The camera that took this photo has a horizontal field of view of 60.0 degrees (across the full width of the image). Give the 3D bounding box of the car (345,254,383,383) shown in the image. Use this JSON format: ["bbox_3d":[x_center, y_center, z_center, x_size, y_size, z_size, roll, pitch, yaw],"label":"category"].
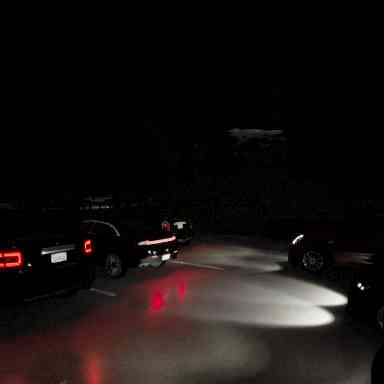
[{"bbox_3d":[3.575,1.474,1.437,5.008,1.535,1.882,0,0,35],"label":"car"}]

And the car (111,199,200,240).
[{"bbox_3d":[-2.185,1.351,14.108,4.553,1.767,2.097,0,0,35],"label":"car"}]

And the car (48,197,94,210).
[{"bbox_3d":[-15.635,1.453,43.170,2.033,1.411,5.357,0,0,40],"label":"car"}]

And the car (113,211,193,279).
[{"bbox_3d":[-2.645,1.491,10.139,4.902,1.511,2.128,0,0,36],"label":"car"}]

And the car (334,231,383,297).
[{"bbox_3d":[4.627,1.564,4.981,4.181,1.385,1.994,0,0,36],"label":"car"}]

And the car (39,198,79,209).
[{"bbox_3d":[-18.131,1.491,45.540,1.895,1.301,4.718,0,0,43],"label":"car"}]

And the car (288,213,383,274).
[{"bbox_3d":[5.001,1.352,9.025,4.553,1.767,2.097,0,0,36],"label":"car"}]

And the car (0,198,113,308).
[{"bbox_3d":[-4.530,1.221,7.213,5.566,2.045,2.150,0,0,33],"label":"car"}]

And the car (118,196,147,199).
[{"bbox_3d":[-8.681,1.405,49.870,4.902,1.511,2.128,0,0,-41],"label":"car"}]
